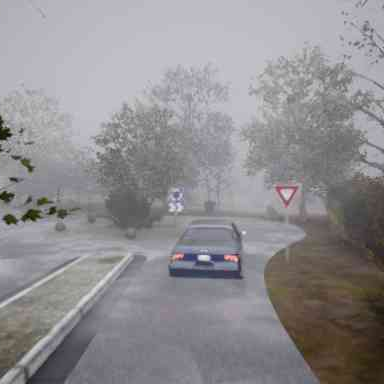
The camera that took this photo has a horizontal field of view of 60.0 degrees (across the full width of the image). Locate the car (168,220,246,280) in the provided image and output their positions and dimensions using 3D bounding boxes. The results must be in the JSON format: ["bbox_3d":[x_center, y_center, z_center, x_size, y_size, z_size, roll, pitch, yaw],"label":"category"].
[{"bbox_3d":[0.620,1.535,9.934,2.033,1.411,5.357,0,0,8],"label":"car"}]
